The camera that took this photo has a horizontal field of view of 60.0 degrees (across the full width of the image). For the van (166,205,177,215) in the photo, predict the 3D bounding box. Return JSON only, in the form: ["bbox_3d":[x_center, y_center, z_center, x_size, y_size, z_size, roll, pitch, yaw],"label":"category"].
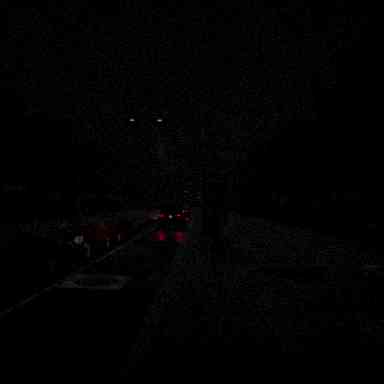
[{"bbox_3d":[-3.874,3.383,62.920,1.690,1.788,3.998,2,-2,1],"label":"van"}]

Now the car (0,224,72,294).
[{"bbox_3d":[-4.900,1.701,8.315,1.887,1.381,4.507,2,-2,1],"label":"car"}]

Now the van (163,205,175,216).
[{"bbox_3d":[-3.977,3.189,57.460,1.690,1.788,3.998,2,-2,1],"label":"van"}]

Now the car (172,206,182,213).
[{"bbox_3d":[-3.574,4.177,79.292,2.008,1.369,4.403,2,-2,1],"label":"car"}]

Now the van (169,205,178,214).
[{"bbox_3d":[-3.772,3.578,68.380,1.690,1.788,3.998,2,-2,1],"label":"van"}]

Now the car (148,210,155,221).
[{"bbox_3d":[-4.291,2.788,40.906,1.752,1.417,4.829,2,-2,1],"label":"car"}]

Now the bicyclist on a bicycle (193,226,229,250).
[{"bbox_3d":[0.877,1.853,15.224,1.656,1.620,0.582,1,-2,1],"label":"bicyclist on a bicycle"}]

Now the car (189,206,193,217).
[{"bbox_3d":[-1.307,3.305,54.288,2.128,1.511,4.902,2,-2,1],"label":"car"}]

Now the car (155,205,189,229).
[{"bbox_3d":[-1.745,2.205,30.446,2.150,2.045,5.566,2,-2,1],"label":"car"}]

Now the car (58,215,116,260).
[{"bbox_3d":[-4.797,1.781,13.778,1.967,1.590,4.097,2,-2,1],"label":"car"}]

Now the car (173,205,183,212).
[{"bbox_3d":[-3.465,4.140,84.760,2.192,1.841,5.009,2,-2,1],"label":"car"}]

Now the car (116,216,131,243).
[{"bbox_3d":[-4.698,2.071,19.235,1.887,1.381,4.507,2,-2,1],"label":"car"}]

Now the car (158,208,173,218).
[{"bbox_3d":[-4.086,3.235,51.992,1.802,1.307,4.206,2,-2,1],"label":"car"}]
